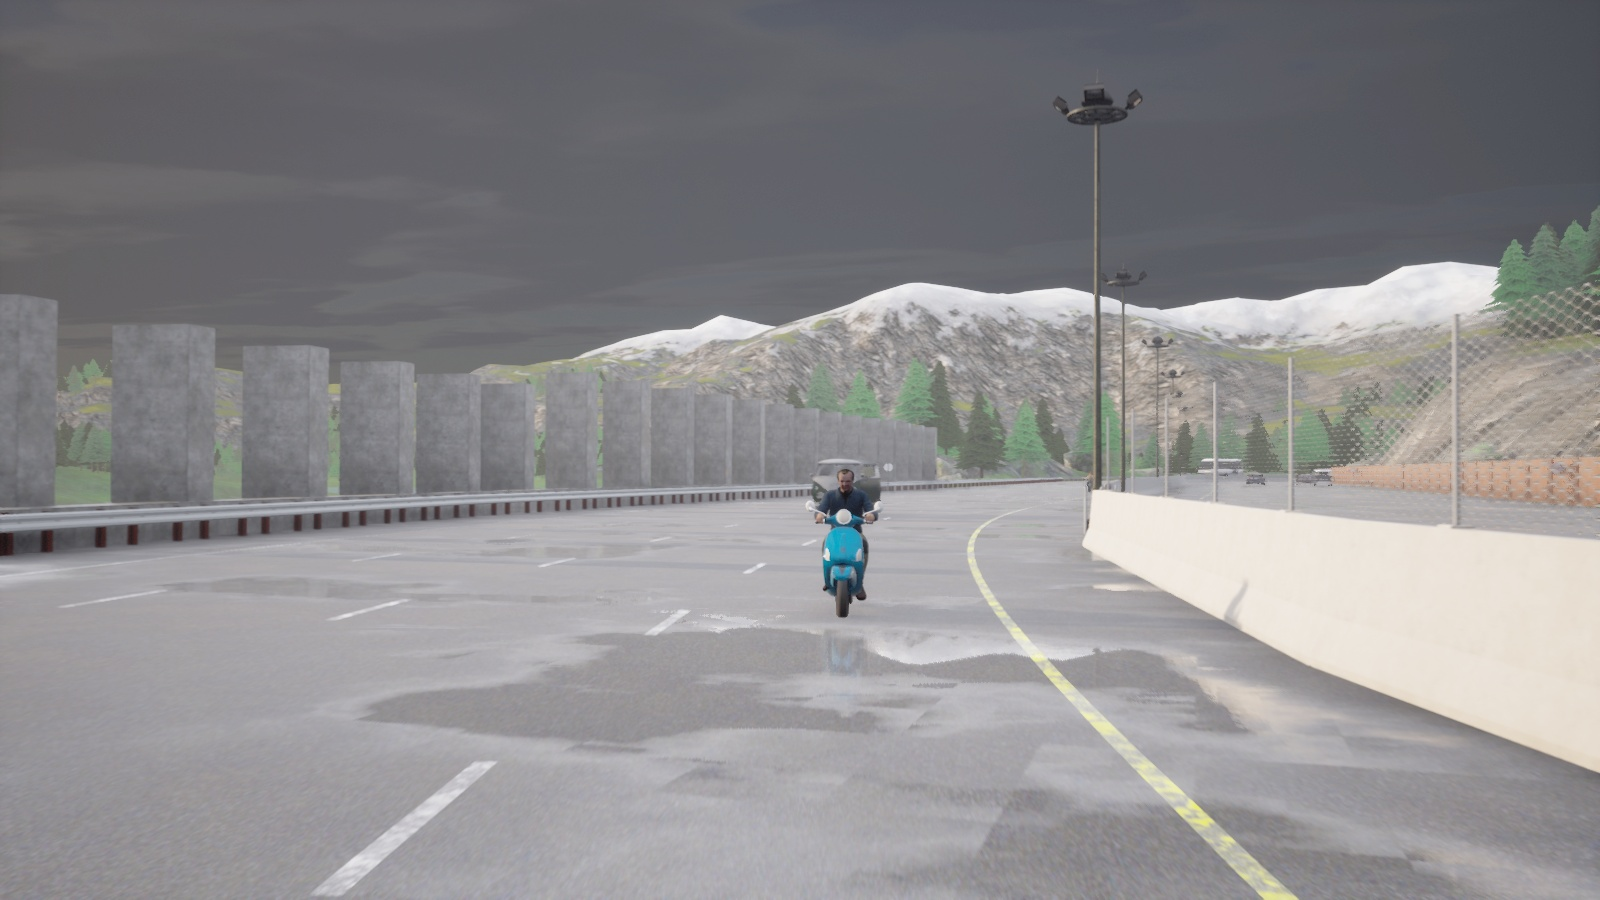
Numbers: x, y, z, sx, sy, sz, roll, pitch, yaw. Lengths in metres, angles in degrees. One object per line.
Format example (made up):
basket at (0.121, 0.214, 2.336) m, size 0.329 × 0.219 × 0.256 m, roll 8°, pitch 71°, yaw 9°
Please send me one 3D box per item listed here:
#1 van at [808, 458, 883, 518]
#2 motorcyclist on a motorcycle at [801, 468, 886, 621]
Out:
van at (1.644, 1.298, 44.015) m, size 1.775 × 1.987 × 4.442 m, roll -1°, pitch -1°, yaw 14°
motorcyclist on a motorcycle at (0.513, 1.001, 14.038) m, size 0.866 × 1.590 × 1.817 m, roll 0°, pitch -1°, yaw 4°
